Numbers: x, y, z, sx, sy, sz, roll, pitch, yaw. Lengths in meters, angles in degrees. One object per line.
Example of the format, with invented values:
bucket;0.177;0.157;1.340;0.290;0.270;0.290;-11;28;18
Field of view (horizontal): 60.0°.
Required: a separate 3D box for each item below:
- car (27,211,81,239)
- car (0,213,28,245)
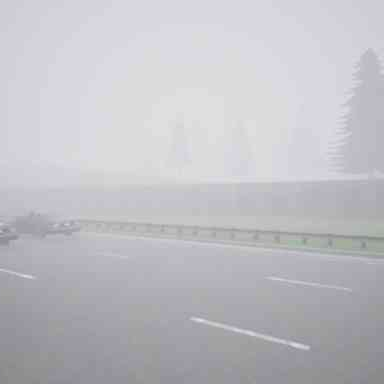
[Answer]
car;-8.489;1.764;18.646;5.357;1.411;2.033;-1;-1;35
car;-10.230;1.760;15.588;5.357;1.411;2.033;-1;-1;35
